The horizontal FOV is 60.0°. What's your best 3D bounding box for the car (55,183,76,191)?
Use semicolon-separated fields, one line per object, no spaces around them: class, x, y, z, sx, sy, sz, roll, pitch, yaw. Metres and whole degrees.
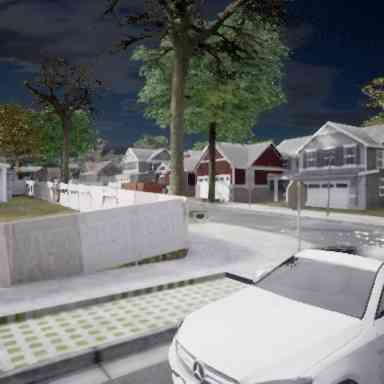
car;-17.935;-0.621;47.112;2.033;1.411;5.357;0;2;-34

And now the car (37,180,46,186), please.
car;-35.308;-2.083;77.326;1.837;1.490;4.892;0;2;-34

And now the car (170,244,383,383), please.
car;1.947;1.477;4.256;4.674;1.442;1.812;-1;0;-35
